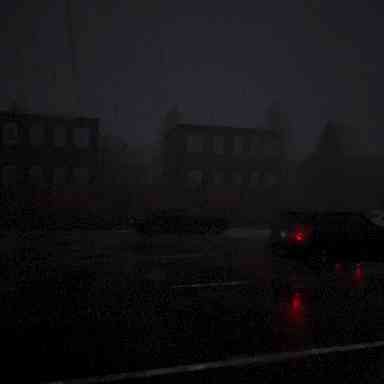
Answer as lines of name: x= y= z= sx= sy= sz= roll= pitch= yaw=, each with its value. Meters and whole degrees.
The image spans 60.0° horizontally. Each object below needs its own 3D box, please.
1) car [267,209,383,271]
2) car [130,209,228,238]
car: x=4.860 y=1.365 z=10.828 sx=4.553 sy=1.767 sz=2.097 roll=1 pitch=0 yaw=-15
car: x=-0.627 y=1.513 z=16.613 sx=4.718 sy=1.301 sz=1.895 roll=1 pitch=0 yaw=-15
